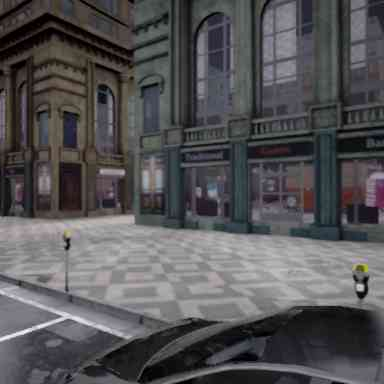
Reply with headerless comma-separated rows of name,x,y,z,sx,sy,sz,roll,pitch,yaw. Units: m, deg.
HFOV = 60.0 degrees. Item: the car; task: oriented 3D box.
car,0.874,1.568,2.336,4.313,1.339,1.947,0,0,36
